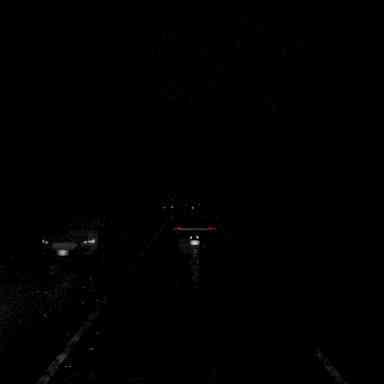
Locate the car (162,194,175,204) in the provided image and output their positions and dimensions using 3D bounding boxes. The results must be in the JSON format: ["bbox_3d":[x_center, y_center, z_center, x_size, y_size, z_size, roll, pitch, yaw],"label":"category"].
[{"bbox_3d":[-3.615,1.044,52.312,2.033,1.411,5.357,0,1,0],"label":"car"}]

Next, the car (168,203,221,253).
[{"bbox_3d":[0.090,1.405,13.188,2.128,1.511,4.902,0,0,0],"label":"car"}]

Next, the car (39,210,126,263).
[{"bbox_3d":[-3.609,1.416,11.737,2.128,1.511,4.902,0,0,0],"label":"car"}]

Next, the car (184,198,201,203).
[{"bbox_3d":[0.074,1.290,35.512,1.895,1.301,4.718,0,1,0],"label":"car"}]
